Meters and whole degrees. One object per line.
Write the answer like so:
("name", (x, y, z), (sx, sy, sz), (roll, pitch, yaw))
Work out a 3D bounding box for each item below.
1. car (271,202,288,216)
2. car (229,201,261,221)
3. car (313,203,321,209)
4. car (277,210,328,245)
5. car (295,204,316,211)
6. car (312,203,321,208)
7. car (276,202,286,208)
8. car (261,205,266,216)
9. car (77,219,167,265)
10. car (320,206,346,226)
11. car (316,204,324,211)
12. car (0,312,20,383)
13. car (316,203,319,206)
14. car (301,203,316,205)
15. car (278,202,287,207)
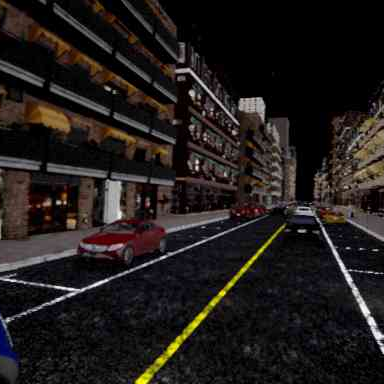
("car", (11.407, 2.434, 43.149), (1.994, 1.385, 4.181), (2, -1, 19))
("car", (5.128, 1.837, 33.210), (2.192, 1.841, 5.009), (2, -1, 19))
("car", (31.542, 3.447, 83.859), (1.752, 1.417, 4.829), (2, -1, 19))
("car", (5.966, 1.937, 17.979), (2.033, 1.411, 5.357), (2, -1, 19))
("car", (11.811, 2.289, 35.147), (1.812, 1.442, 4.674), (2, -1, 19))
("car", (33.330, 3.599, 89.023), (1.947, 1.339, 4.313), (2, -1, 19))
("car", (21.727, 3.120, 81.126), (2.008, 1.369, 4.403), (2, -1, 19))
("car", (6.968, 2.078, 38.533), (1.967, 1.590, 4.097), (2, -1, 19))
("car", (-2.264, 1.635, 11.910), (1.802, 1.307, 4.206), (2, -1, 19))
("car", (13.088, 2.283, 30.617), (1.752, 1.417, 4.829), (2, -1, 19))
("car", (16.722, 2.532, 41.105), (1.887, 1.381, 4.507), (2, -1, 19))
("car", (-3.159, 1.263, 1.405), (2.097, 1.767, 4.553), (2, -1, 19))
("car", (24.103, 3.004, 62.401), (2.008, 1.369, 4.403), (2, -1, 19))
("car", (17.138, 2.448, 50.202), (2.097, 1.767, 4.553), (2, -1, 19))
("car", (23.572, 3.236, 86.451), (2.008, 1.369, 4.403), (2, -1, 19))
